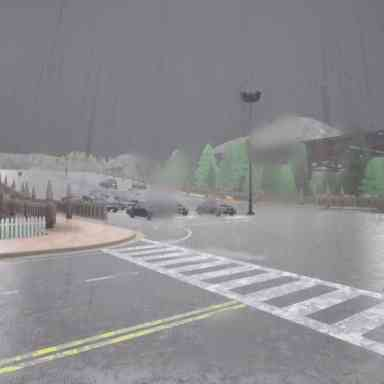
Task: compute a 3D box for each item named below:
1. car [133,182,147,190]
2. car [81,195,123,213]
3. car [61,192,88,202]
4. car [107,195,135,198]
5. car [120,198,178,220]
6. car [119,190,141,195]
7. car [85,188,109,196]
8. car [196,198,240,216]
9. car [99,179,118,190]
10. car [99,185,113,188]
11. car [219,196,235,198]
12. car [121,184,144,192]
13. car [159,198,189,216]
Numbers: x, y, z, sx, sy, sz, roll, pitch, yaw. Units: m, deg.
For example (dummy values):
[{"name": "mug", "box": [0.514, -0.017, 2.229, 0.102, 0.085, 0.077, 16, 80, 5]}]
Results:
[{"name": "car", "box": [-11.821, -1.388, 73.982, 1.837, 1.490, 4.892, 0, 7, -37]}, {"name": "car", "box": [-9.858, 1.451, 36.298, 2.033, 1.411, 5.357, 0, 2, -37]}, {"name": "car", "box": [-16.050, 0.904, 44.504, 1.837, 1.490, 4.892, 0, 4, -37]}, {"name": "car", "box": [-8.159, 1.412, 39.854, 1.994, 1.385, 4.181, 0, 2, -37]}, {"name": "car", "box": [-3.781, 1.543, 28.292, 2.033, 1.411, 5.357, 0, 0, -37]}, {"name": "car", "box": [-9.273, 1.008, 47.148, 1.882, 1.535, 5.008, 0, 4, -37]}, {"name": "car", "box": [-14.190, 0.635, 47.859, 2.097, 1.767, 4.553, 0, 4, -37]}, {"name": "car", "box": [2.266, 1.558, 31.909, 1.994, 1.385, 4.181, 0, 0, -37]}, {"name": "car", "box": [-17.587, -1.706, 70.043, 2.150, 2.045, 5.566, 0, 7, -37]}, {"name": "car", "box": [-15.404, 0.170, 55.381, 1.837, 1.490, 4.892, 0, 6, -37]}, {"name": "car", "box": [5.161, 1.286, 51.572, 1.882, 1.535, 5.008, 0, 2, -37]}, {"name": "car", "box": [-11.465, -0.063, 62.020, 1.895, 1.301, 4.718, 0, 7, -37]}, {"name": "car", "box": [-2.152, 1.555, 31.937, 1.994, 1.385, 4.181, 0, 0, -37]}]
